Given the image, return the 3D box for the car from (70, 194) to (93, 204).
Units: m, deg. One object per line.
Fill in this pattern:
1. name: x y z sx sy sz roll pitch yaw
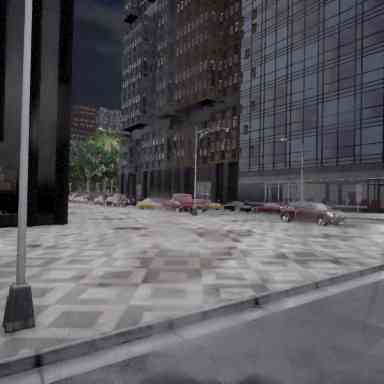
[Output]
1. car: -20.653 1.472 61.870 1.752 1.417 4.829 2 -1 -36

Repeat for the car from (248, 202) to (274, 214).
1. car: 8.503 1.740 35.688 1.802 1.307 4.206 2 -1 -36

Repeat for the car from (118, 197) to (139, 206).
1. car: -11.303 1.624 58.686 1.812 1.442 4.674 2 -1 -36

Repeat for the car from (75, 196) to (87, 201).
1. car: -29.845 1.694 89.418 1.752 1.417 4.829 2 -1 -36

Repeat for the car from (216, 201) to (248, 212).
1. car: 5.316 1.727 40.154 1.947 1.339 4.313 2 -1 -36

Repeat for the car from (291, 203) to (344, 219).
1. car: 11.691 1.720 31.222 1.947 1.339 4.313 2 -1 -36

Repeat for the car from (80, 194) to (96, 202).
1. car: -26.554 1.484 84.817 2.192 1.841 5.009 2 -1 -36

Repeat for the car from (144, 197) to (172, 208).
1. car: -5.225 1.589 50.243 2.128 1.511 4.902 2 -1 -35

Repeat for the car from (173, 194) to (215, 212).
1. car: -0.285 1.231 37.935 2.150 2.045 5.566 2 -1 -35

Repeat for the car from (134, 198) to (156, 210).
1. car: -4.712 1.466 39.535 1.752 1.417 4.829 2 -1 -36

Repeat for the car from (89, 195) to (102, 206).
1. car: -14.376 1.529 53.073 1.802 1.307 4.206 2 -1 -36

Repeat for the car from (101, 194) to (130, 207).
1. car: -11.185 1.386 48.609 1.967 1.590 4.097 2 -1 -36

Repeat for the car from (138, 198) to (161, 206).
1. car: -7.434 1.722 58.018 2.008 1.369 4.403 2 -1 -36

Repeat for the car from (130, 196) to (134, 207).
1. car: -10.818 1.347 52.853 2.150 2.045 5.566 2 -1 -36

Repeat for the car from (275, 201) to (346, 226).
1. car: 7.925 1.367 21.835 1.967 1.590 4.097 2 -1 -37

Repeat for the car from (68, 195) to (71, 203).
1. car: -23.938 1.386 66.476 1.967 1.590 4.097 2 -1 -36

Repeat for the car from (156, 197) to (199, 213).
1. car: -1.623 1.482 35.207 1.887 1.381 4.507 2 -1 -36

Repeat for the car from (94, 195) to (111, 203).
1. car: -20.357 1.513 75.486 2.097 1.767 4.553 2 -1 -36
